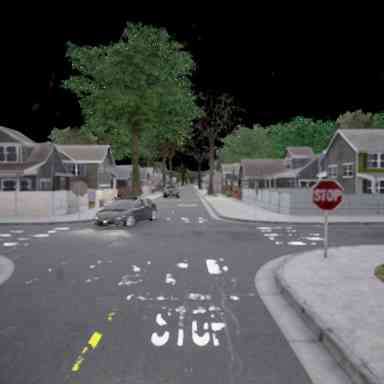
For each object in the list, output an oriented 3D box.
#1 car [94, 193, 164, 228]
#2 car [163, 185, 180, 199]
[{"bbox_3d":[-3.480,1.062,18.426,1.837,1.490,4.892,0,3,18],"label":"car"},{"bbox_3d":[-2.928,-0.062,48.558,2.150,2.045,5.566,0,2,0],"label":"car"}]
